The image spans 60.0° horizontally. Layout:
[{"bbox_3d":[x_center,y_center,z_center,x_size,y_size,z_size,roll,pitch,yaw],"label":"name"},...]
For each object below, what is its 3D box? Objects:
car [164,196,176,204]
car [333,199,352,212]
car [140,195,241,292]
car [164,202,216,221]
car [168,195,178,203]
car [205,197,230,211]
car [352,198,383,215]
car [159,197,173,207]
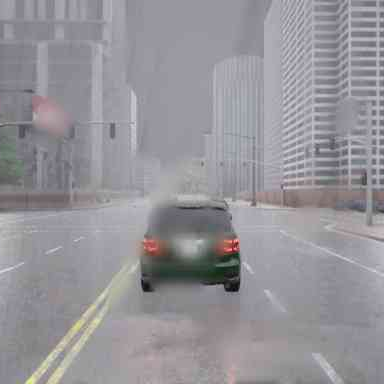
[{"bbox_3d":[-4.120,1.525,62.634,1.812,1.442,4.674,0,0,0],"label":"car"},{"bbox_3d":[18.438,1.477,37.420,5.008,1.535,1.882,0,0,-1],"label":"car"},{"bbox_3d":[-0.027,1.221,9.056,2.150,2.045,5.566,0,0,0],"label":"car"},{"bbox_3d":[-0.132,1.564,28.142,4.181,1.385,1.994,0,0,-44],"label":"car"},{"bbox_3d":[-4.159,1.478,73.091,1.882,1.535,5.008,0,0,-1],"label":"car"},{"bbox_3d":[3.268,1.506,43.822,1.837,1.490,4.892,-3,1,-13],"label":"car"},{"bbox_3d":[19.141,1.564,33.930,4.181,1.385,1.994,0,0,-1],"label":"car"},{"bbox_3d":[-4.054,1.505,52.414,1.837,1.490,4.892,0,0,0],"label":"car"}]
